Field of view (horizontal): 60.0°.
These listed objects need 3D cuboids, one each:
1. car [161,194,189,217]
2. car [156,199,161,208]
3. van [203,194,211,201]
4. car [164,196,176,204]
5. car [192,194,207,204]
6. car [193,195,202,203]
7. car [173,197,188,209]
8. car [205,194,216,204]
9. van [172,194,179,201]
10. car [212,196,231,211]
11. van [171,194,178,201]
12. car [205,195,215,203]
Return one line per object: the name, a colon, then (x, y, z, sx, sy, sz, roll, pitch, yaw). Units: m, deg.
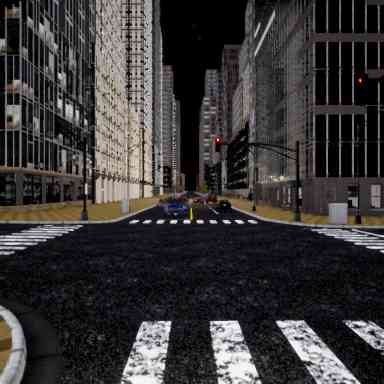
car: (-1.491, 1.372, 31.370, 2.097, 1.767, 4.553, 0, 0, -1)
car: (-4.065, 1.592, 47.278, 1.802, 1.307, 4.206, 0, 0, 0)
van: (3.648, 1.321, 80.483, 1.690, 1.788, 3.998, 0, 0, 0)
car: (-4.149, 1.564, 63.860, 1.947, 1.339, 4.313, 0, 0, 0)
car: (1.262, 1.599, 63.075, 1.895, 1.301, 4.718, 0, 0, 0)
car: (1.132, 1.488, 73.243, 1.837, 1.490, 4.892, 0, 0, 0)
car: (-1.593, 1.489, 46.588, 1.882, 1.535, 5.008, 0, 0, 0)
car: (3.732, 1.313, 63.900, 2.192, 1.841, 5.009, 0, 0, 0)
van: (-4.260, 1.315, 85.971, 1.690, 1.788, 3.998, 0, 0, 0)
car: (3.892, 1.579, 41.791, 1.947, 1.339, 4.313, 0, 0, 0)
van: (-4.232, 1.321, 80.443, 1.690, 1.788, 3.998, 0, 0, 0)
car: (3.704, 1.432, 69.428, 1.967, 1.590, 4.097, 0, 0, 0)
